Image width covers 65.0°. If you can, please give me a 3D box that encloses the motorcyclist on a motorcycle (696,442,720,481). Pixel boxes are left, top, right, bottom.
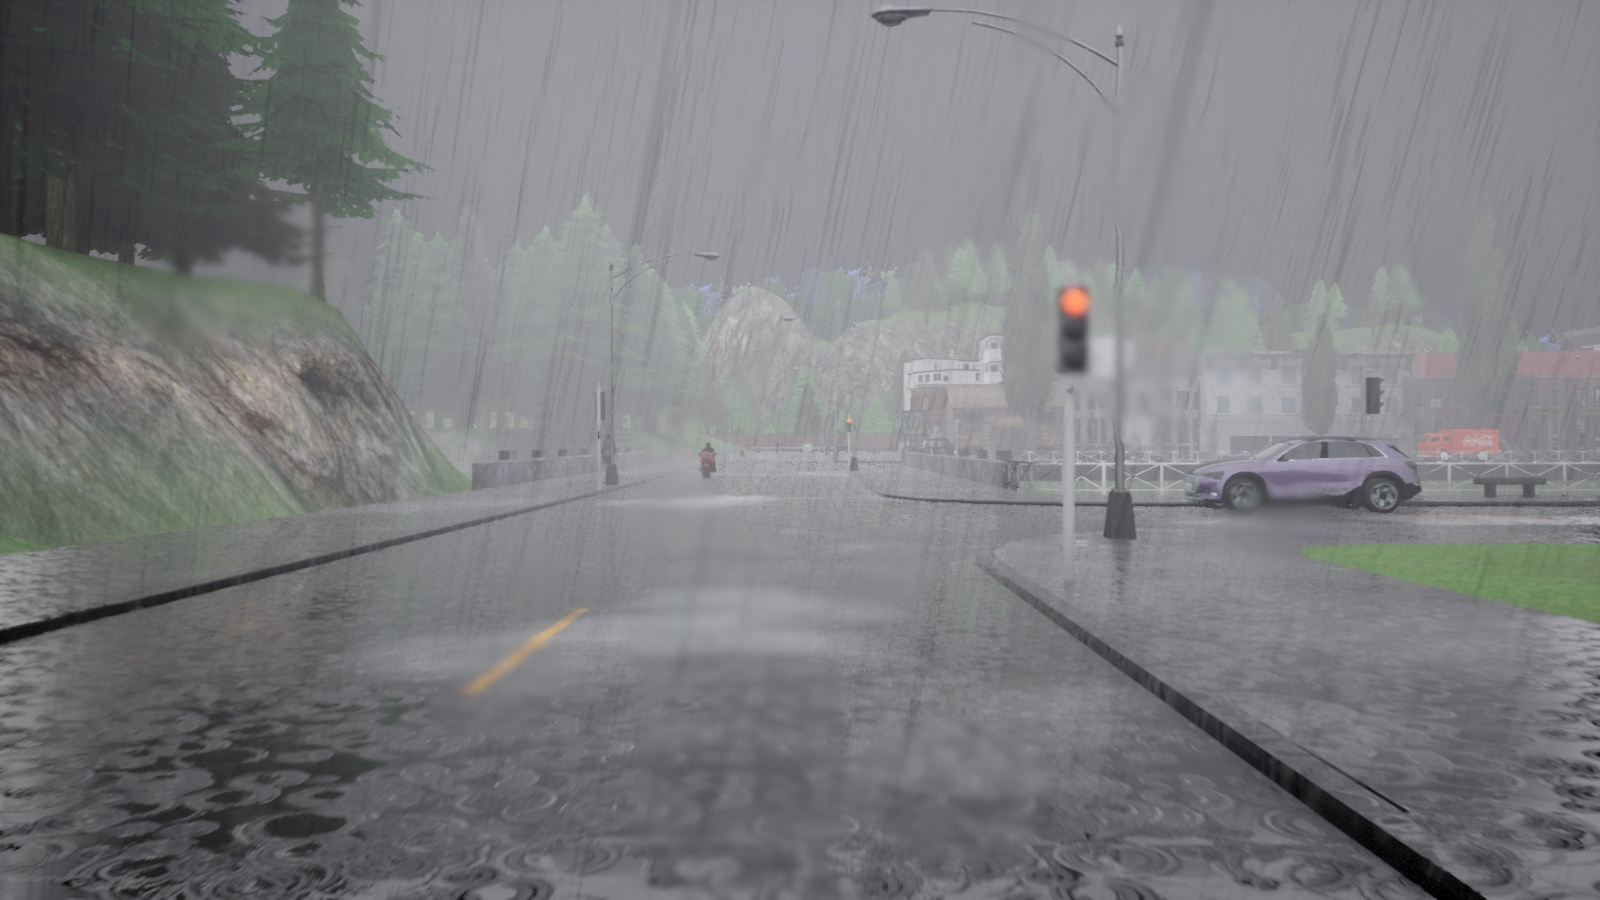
[{"bbox_3d":[-3.693,0.442,50.404,0.797,1.523,2.044,0,0,0],"label":"motorcyclist on a motorcycle"}]

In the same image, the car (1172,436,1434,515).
[{"bbox_3d":[10.793,0.532,27.215,4.856,1.649,2.033,0,0,0],"label":"car"}]

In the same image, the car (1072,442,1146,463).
[{"bbox_3d":[22.808,0.198,92.795,4.902,1.511,2.128,0,0,0],"label":"car"}]

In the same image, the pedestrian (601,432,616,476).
[{"bbox_3d":[-8.140,0.149,53.310,0.540,1.848,0.694,0,0,-16],"label":"pedestrian"}]

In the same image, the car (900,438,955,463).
[{"bbox_3d":[9.411,0.027,92.868,3.866,1.878,1.905,0,0,0],"label":"car"}]
